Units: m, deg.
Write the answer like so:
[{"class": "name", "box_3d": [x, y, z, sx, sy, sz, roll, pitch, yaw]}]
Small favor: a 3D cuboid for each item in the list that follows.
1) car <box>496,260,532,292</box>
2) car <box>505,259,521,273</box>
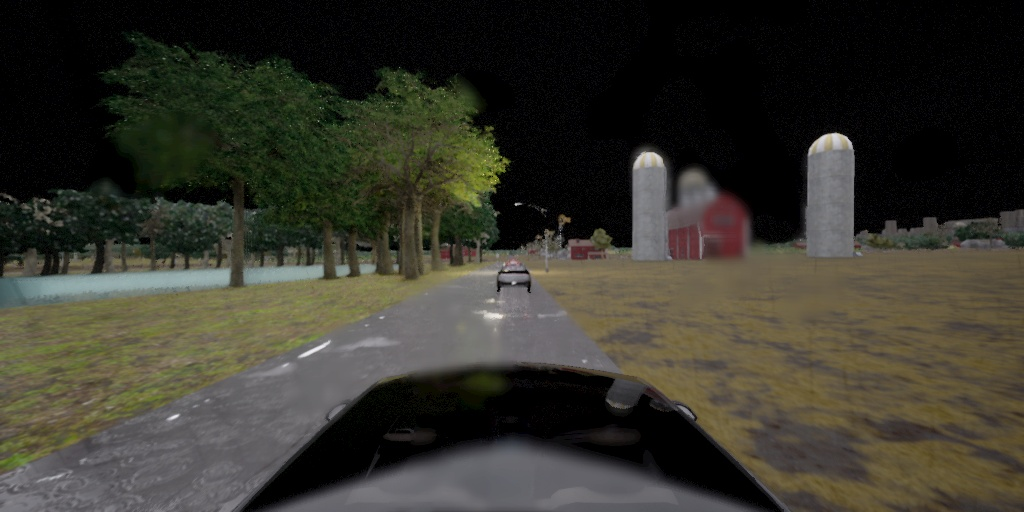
[{"class": "car", "box_3d": [0.102, 1.154, 20.513, 2.128, 1.511, 4.902, 0, 0, 0]}, {"class": "car", "box_3d": [0.109, 1.134, 42.167, 1.812, 1.442, 4.674, 0, 0, 0]}]
